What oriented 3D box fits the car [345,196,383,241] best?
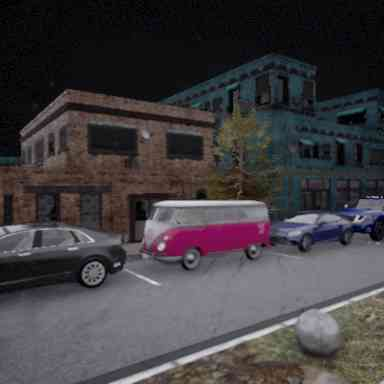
[{"bbox_3d":[9.503,1.245,17.261,5.566,2.045,2.435,0,0,-36],"label":"car"}]

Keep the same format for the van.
[{"bbox_3d":[0.466,1.253,10.763,4.442,1.987,1.878,0,0,-36],"label":"van"}]

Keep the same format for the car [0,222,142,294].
[{"bbox_3d":[-3.917,1.480,7.613,4.892,1.521,2.231,0,0,-36],"label":"car"}]

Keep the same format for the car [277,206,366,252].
[{"bbox_3d":[5.048,1.525,14.057,4.674,1.452,2.002,0,0,-36],"label":"car"}]
